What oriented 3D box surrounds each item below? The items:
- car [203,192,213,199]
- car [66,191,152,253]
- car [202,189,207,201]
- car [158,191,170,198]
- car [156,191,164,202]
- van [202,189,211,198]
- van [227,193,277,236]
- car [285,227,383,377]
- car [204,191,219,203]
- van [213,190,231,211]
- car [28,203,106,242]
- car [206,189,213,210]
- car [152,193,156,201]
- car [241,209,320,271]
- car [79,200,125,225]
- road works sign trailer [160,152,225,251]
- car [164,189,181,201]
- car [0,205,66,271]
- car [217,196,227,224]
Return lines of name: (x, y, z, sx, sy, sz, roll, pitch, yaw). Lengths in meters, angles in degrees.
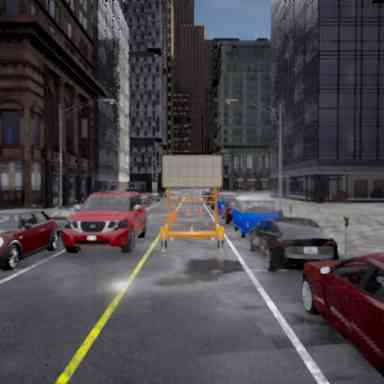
car: (2.899, 0.628, 60.919, 1.802, 1.307, 4.206, 0, 1, 0)
car: (-3.091, 1.019, 13.009, 2.150, 2.045, 5.566, 0, 1, 0)
car: (2.884, 0.636, 43.970, 2.192, 1.841, 5.009, 0, 1, 0)
car: (-5.622, 0.517, 66.572, 1.947, 1.339, 4.313, 0, 1, 0)
car: (-5.635, 0.812, 49.627, 1.802, 1.307, 4.206, 0, 1, 0)
van: (2.902, 0.293, 66.563, 1.690, 1.788, 3.998, 0, 1, 0)
van: (2.862, 1.098, 15.731, 1.690, 1.788, 3.998, 0, 1, 0)
car: (2.855, 1.474, 4.438, 1.887, 1.381, 4.507, 0, 1, 0)
car: (2.889, 0.671, 49.620, 1.967, 1.590, 4.097, 0, 1, 0)
van: (2.871, 0.925, 27.026, 1.690, 1.788, 3.998, 0, 1, 0)
car: (-5.661, 1.307, 15.737, 2.008, 1.369, 4.403, 0, 1, 0)
car: (2.875, 0.813, 32.674, 2.192, 1.841, 5.009, 0, 1, 0)
car: (-5.644, 0.955, 38.330, 1.887, 1.381, 4.507, 0, 1, 0)
car: (2.860, 1.409, 10.086, 1.947, 1.339, 4.313, 0, 1, 0)
car: (-5.657, 1.252, 21.385, 1.802, 1.307, 4.206, 0, 1, 0)
road works sign trailer: (0.012, 0.263, 12.962, 2.380, 3.560, 2.880, 0, 1, 0)
car: (-2.958, 0.352, 55.527, 2.150, 2.045, 5.566, 0, 1, 0)
car: (-5.666, 1.283, 10.087, 1.967, 1.590, 4.097, 0, 1, 0)
car: (2.868, 1.215, 21.382, 1.887, 1.381, 4.507, 0, 1, 0)
